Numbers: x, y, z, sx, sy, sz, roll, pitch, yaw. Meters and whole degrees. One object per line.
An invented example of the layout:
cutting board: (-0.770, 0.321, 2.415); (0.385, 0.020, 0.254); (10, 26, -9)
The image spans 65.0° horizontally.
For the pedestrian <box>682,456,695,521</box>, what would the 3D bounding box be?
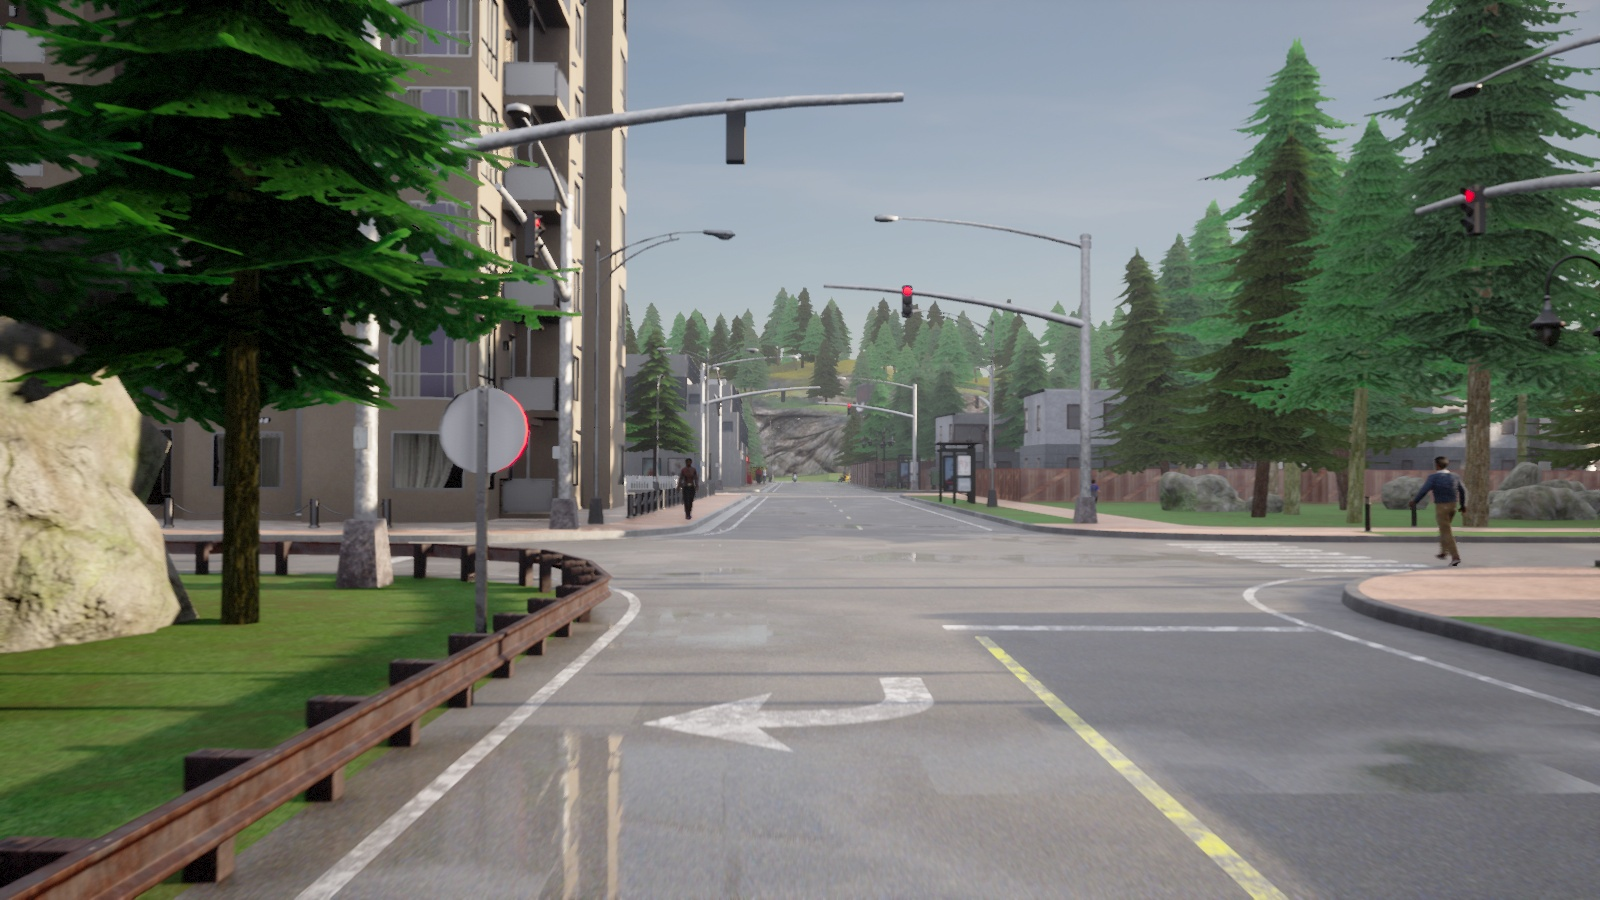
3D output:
pedestrian: (-3.168, 1.086, 35.713); (0.328, 1.805, 0.869); (0, -1, -4)

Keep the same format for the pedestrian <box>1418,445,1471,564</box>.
pedestrian: (10.751, 0.893, 20.965); (0.423, 1.949, 0.788); (0, -1, -2)
